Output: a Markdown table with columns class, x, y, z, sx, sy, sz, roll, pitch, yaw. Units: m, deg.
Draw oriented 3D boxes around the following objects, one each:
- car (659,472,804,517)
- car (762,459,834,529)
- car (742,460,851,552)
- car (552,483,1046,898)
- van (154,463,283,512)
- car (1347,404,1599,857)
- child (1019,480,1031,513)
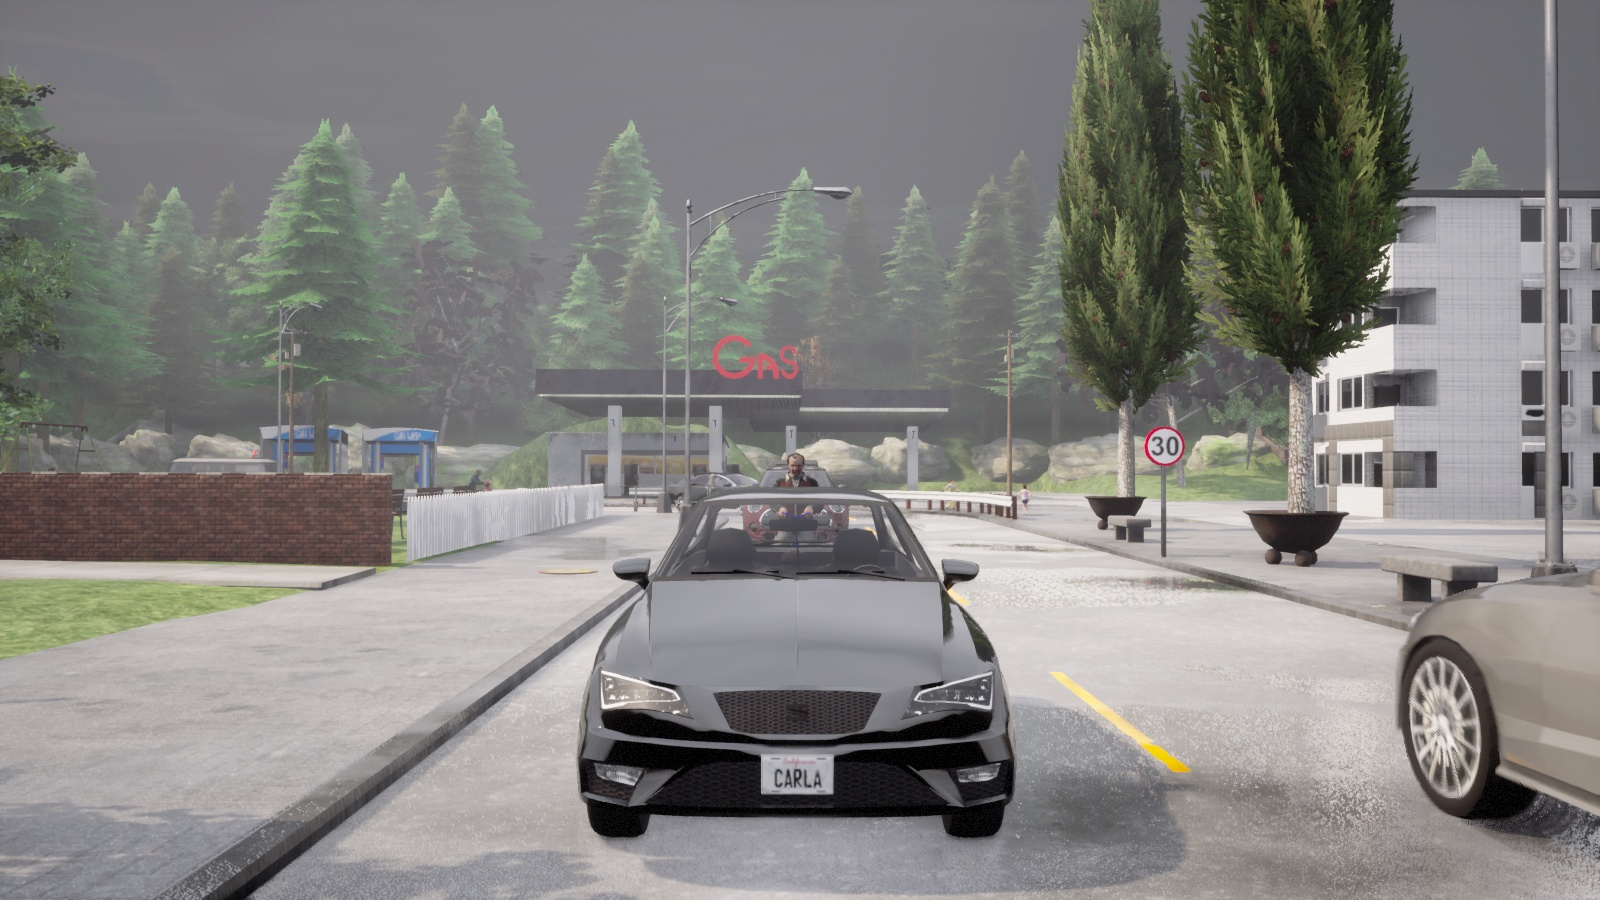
| class | x | y | z | sx | sy | sz | roll | pitch | yaw |
| --- | --- | --- | --- | --- | --- | --- | --- | --- | --- |
| car | -2.466 | 1.527 | 44.509 | 4.902 | 1.511 | 2.128 | -1 | -1 | 38 |
| car | -0.105 | 1.204 | 35.403 | 1.905 | 1.878 | 3.866 | 0 | -1 | -1 |
| car | -0.074 | 1.115 | 26.365 | 2.097 | 1.767 | 4.553 | 0 | -1 | 0 |
| car | -0.018 | 0.941 | 6.728 | 1.816 | 1.474 | 4.193 | 0 | -1 | 0 |
| van | -23.682 | 1.521 | 51.239 | 4.442 | 1.987 | 1.775 | 0 | -1 | 0 |
| car | 3.989 | 0.646 | 4.136 | 2.152 | 1.651 | 5.027 | 0 | -1 | 0 |
| child | 7.628 | 1.586 | 42.517 | 0.255 | 1.110 | 0.394 | 0 | -1 | -14 |
